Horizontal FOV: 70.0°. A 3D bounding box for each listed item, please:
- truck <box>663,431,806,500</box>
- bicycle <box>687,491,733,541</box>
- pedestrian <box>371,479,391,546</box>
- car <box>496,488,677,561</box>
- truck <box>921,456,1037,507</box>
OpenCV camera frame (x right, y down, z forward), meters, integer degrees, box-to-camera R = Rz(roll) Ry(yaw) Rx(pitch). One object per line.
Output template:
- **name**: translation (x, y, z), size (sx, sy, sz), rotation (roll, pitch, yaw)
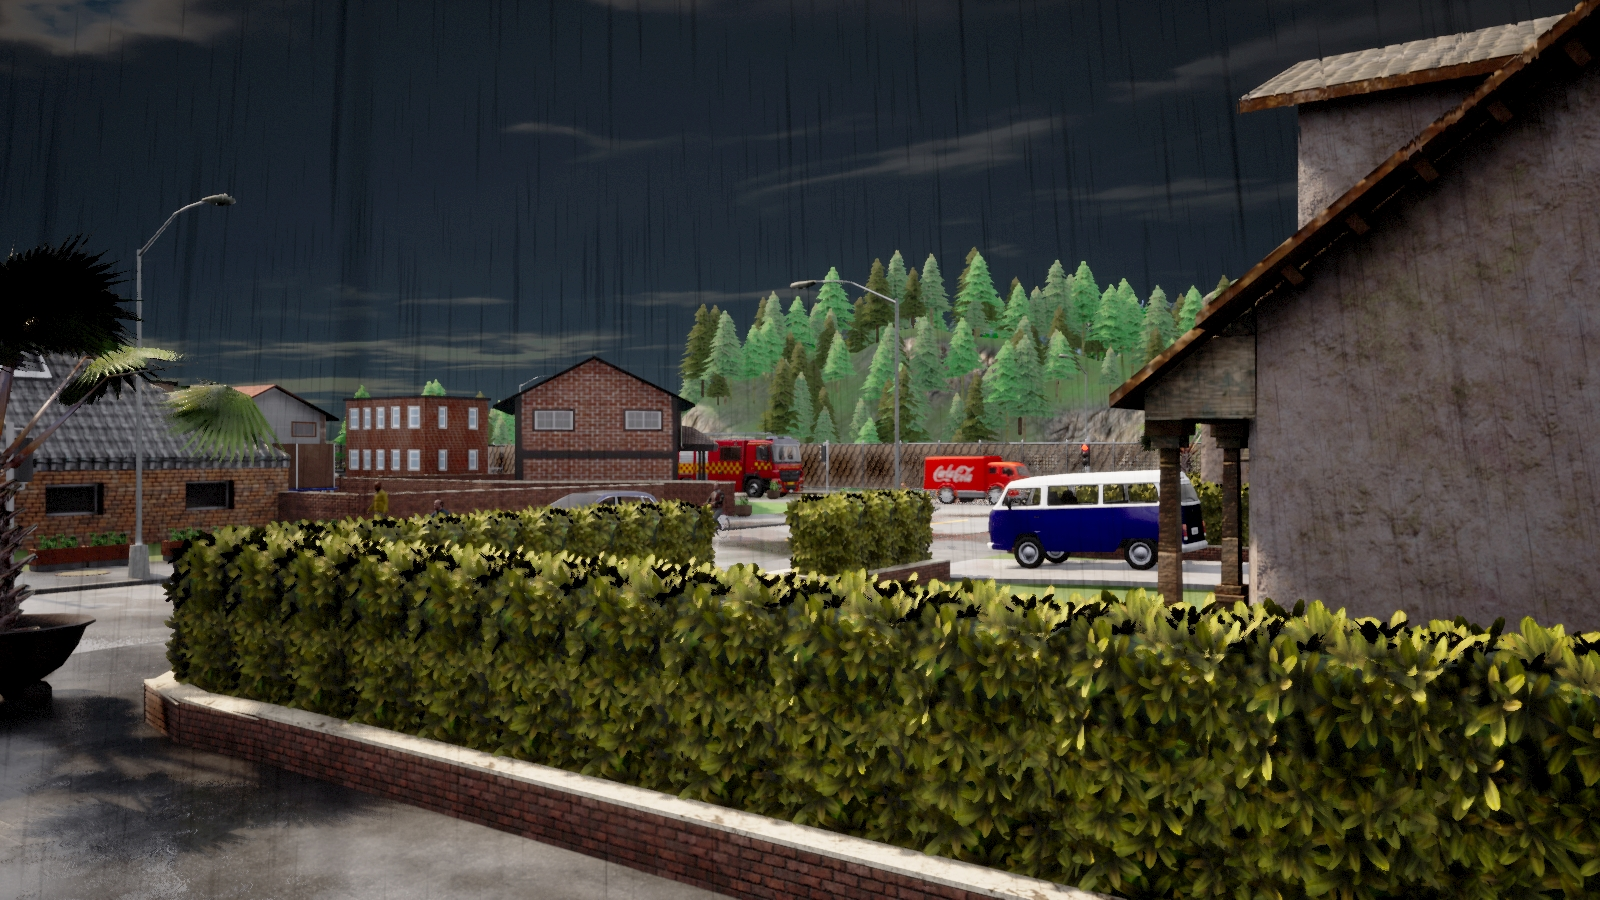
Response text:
- **truck**: translation (-3.974, 0.874, 67.647), size (8.468, 3.827, 2.891), rotation (0, 0, 35)
- **bicycle**: translation (-2.784, 2.051, 35.584), size (0.329, 1.471, 1.835), rotation (0, 0, 35)
- **pedestrian**: translation (-11.656, 1.732, 31.801), size (0.375, 1.860, 0.375), rotation (0, 0, 33)
- **car**: translation (-5.756, 1.958, 31.296), size (2.242, 1.667, 4.611), rotation (0, 0, 35)
- **truck**: translation (9.149, 1.555, 58.470), size (5.204, 2.467, 2.627), rotation (0, 0, 35)
